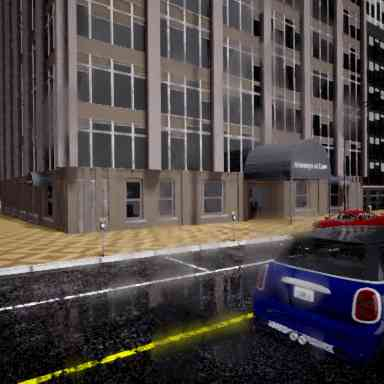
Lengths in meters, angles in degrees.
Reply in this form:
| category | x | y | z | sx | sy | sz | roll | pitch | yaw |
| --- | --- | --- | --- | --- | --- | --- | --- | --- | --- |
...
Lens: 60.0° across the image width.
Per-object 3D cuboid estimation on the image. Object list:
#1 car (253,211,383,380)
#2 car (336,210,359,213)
| category | x | y | z | sx | sy | sz | roll | pitch | yaw |
| --- | --- | --- | --- | --- | --- | --- | --- | --- | --- |
| car | 3.197 | 1.352 | 5.596 | 4.553 | 1.767 | 2.097 | 0 | 0 | -35 |
| car | 7.474 | 1.542 | 15.764 | 4.507 | 1.381 | 1.887 | 0 | -1 | -35 |
